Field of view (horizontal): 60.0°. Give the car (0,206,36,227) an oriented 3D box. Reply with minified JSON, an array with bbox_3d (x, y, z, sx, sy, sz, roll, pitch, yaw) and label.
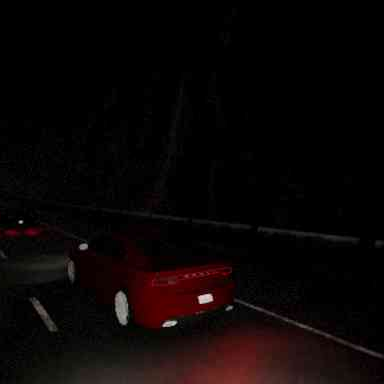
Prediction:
[{"bbox_3d":[-12.223,1.597,23.093,1.895,1.301,4.718,0,0,-35],"label":"car"}]

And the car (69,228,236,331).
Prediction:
[{"bbox_3d":[-1.196,1.506,7.175,1.882,1.535,5.008,0,0,-35],"label":"car"}]
